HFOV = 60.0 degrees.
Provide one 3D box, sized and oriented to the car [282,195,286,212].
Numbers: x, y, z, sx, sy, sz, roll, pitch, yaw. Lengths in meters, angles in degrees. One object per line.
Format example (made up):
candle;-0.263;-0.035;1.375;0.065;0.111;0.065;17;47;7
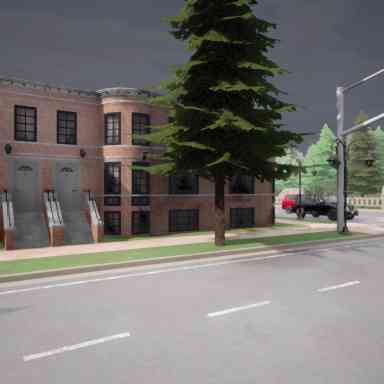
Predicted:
car;11.598;1.221;33.556;2.150;2.045;5.566;0;0;-30

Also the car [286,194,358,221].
car;10.933;1.221;27.782;2.150;2.045;5.566;0;0;-28
